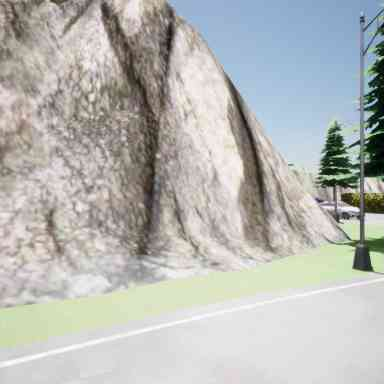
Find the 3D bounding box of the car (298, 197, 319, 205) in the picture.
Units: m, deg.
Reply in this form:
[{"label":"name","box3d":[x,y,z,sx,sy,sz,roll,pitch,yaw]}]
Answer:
[{"label":"car","box3d":[19.879,1.498,55.701,5.008,1.535,1.882,0,0,-30]}]

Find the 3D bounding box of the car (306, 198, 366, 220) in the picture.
[{"label":"car","box3d":[12.315,1.526,28.214,1.812,1.442,4.674,0,0,-26]}]
